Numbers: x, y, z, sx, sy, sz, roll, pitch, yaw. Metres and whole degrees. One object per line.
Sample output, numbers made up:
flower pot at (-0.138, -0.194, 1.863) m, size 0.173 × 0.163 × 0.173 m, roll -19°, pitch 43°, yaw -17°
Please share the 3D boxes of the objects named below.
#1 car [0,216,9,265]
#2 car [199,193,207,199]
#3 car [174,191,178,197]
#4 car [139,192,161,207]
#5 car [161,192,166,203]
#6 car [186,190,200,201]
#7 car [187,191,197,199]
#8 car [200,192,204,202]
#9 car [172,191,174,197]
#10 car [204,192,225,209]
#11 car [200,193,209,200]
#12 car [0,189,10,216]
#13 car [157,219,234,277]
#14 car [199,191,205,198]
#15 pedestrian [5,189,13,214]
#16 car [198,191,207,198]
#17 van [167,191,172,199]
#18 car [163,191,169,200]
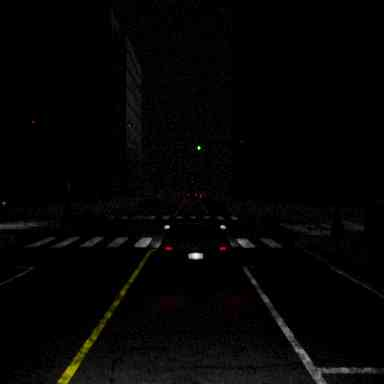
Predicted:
car at (-5.764, 1.466, 6.933) m, size 1.752 × 1.417 × 4.829 m, roll 0°, pitch 0°, yaw 0°
car at (2.745, 0.861, 82.743) m, size 1.752 × 1.417 × 4.829 m, roll 0°, pitch 0°, yaw 0°
car at (-5.783, 0.820, 93.446) m, size 1.947 × 1.339 × 4.313 m, roll 0°, pitch 0°, yaw 0°
car at (-5.772, 0.950, 44.508) m, size 2.192 × 1.841 × 5.009 m, roll 0°, pitch 0°, yaw 0°
car at (-5.775, 1.131, 55.385) m, size 1.802 × 1.307 × 4.206 m, roll 0°, pitch 0°, yaw 0°
car at (-0.013, 0.695, 64.999) m, size 2.150 × 2.045 × 5.566 m, roll 0°, pitch 0°, yaw 0°
car at (-0.016, 0.746, 75.614) m, size 2.097 × 1.767 × 4.553 m, roll 0°, pitch 0°, yaw 0°
car at (2.751, 1.099, 55.386) m, size 2.008 × 1.369 × 4.403 m, roll 0°, pitch 0°, yaw 0°
car at (-5.779, 0.930, 77.134) m, size 2.008 × 1.369 × 4.403 m, roll 0°, pitch 0°, yaw 0°
car at (2.754, 1.119, 39.073) m, size 1.967 × 1.590 × 4.097 m, roll 0°, pitch 0°, yaw 0°
car at (2.747, 0.945, 71.868) m, size 1.752 × 1.417 × 4.829 m, roll 0°, pitch 0°, yaw 0°
car at (-14.988, 0.770, 21.832) m, size 5.566 × 2.045 × 2.150 m, roll 1°, pitch 0°, yaw 0°
car at (0.095, 1.480, 9.938) m, size 1.994 × 1.385 × 4.181 m, roll 0°, pitch 0°, yaw 0°
car at (2.750, 1.050, 60.824) m, size 1.887 × 1.381 × 4.507 m, roll 0°, pitch 0°, yaw 0°
pedestrian at (-13.771, 0.688, 24.797) m, size 0.375 × 1.860 × 0.375 m, roll 0°, pitch -1°, yaw 0°
car at (2.743, 0.610, 88.009) m, size 2.192 × 1.841 × 5.009 m, roll 0°, pitch 0°, yaw 0°
van at (-5.778, 0.762, 71.695) m, size 1.690 × 1.788 × 3.998 m, roll 0°, pitch 0°, yaw 0°
car at (-5.776, 1.032, 60.652) m, size 1.752 × 1.417 × 4.829 m, roll 0°, pitch 0°, yaw 0°
